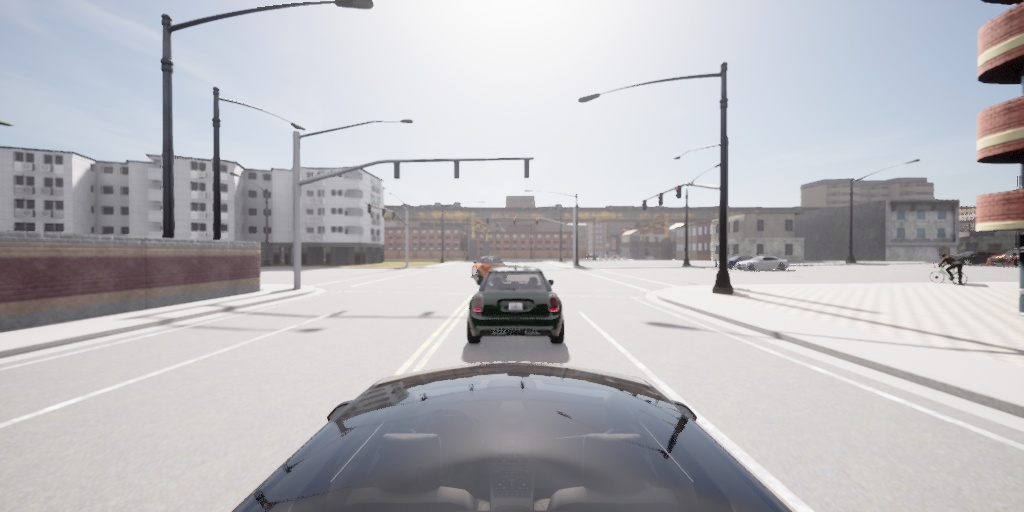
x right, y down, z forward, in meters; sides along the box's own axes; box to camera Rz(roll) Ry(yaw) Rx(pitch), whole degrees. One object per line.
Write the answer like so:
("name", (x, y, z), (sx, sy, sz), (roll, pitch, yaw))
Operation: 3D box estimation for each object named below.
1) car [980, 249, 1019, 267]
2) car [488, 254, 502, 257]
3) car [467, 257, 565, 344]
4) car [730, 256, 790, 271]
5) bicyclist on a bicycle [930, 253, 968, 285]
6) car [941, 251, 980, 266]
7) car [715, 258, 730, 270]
("car", (48.989, 0.128, 34.515), (4.553, 1.767, 2.097), (-1, 1, 2))
("car", (-1.919, 0.822, 28.276), (2.097, 1.767, 4.553), (0, 1, -15))
("car", (0.083, 1.028, 9.509), (2.097, 1.767, 4.553), (0, 1, 0))
("car", (24.454, 0.727, 35.087), (4.674, 1.442, 1.812), (-1, 1, 2))
("bicyclist on a bicycle", (22.652, 0.682, 18.622), (0.582, 1.620, 1.656), (-1, 0, 1))
("car", (48.667, 0.257, 38.027), (4.892, 1.490, 1.837), (-1, 1, 2))
("car", (24.413, 0.695, 38.573), (4.674, 1.442, 1.812), (-1, 1, 1))
